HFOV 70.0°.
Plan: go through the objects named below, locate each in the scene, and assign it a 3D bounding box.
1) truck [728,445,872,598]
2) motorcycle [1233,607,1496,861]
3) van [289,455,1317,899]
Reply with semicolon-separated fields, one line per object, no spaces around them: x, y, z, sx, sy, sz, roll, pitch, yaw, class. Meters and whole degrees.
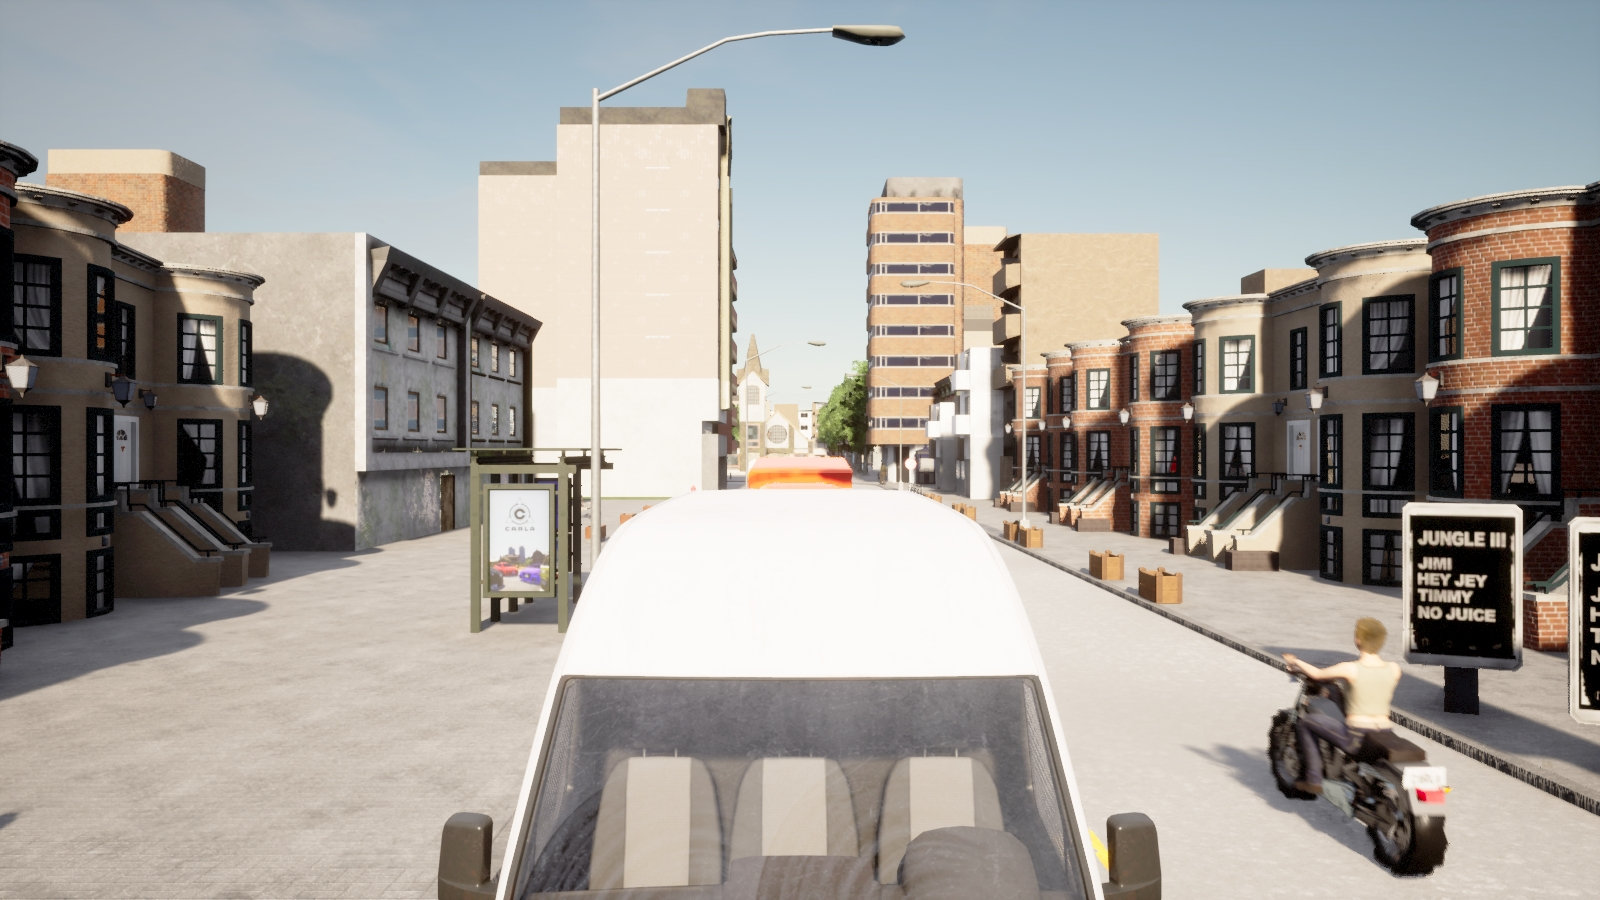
0.010;1.298;23.519;2.627;2.467;5.204;0;4;0;truck
4.004;1.953;8.383;0.764;1.277;2.356;0;0;0;motorcycle
0.007;1.317;5.167;1.988;2.561;5.915;0;0;0;van
